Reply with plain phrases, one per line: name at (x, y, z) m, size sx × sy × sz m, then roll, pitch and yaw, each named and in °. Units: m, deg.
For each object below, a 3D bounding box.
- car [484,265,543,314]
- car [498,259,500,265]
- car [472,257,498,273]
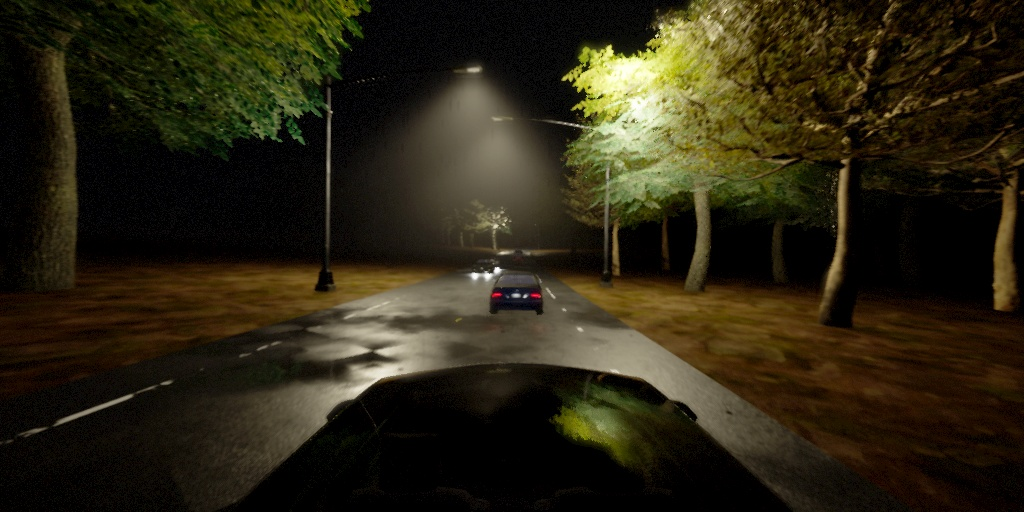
car at (0.185, 1.260, 13.607) m, size 2.033 × 1.411 × 5.357 m, roll 1°, pitch 0°, yaw 1°
car at (-2.648, 0.875, 49.551) m, size 1.895 × 1.301 × 4.718 m, roll 1°, pitch 1°, yaw 1°
car at (-2.885, 0.991, 36.784) m, size 1.994 × 1.385 × 4.181 m, roll 1°, pitch 1°, yaw 1°
